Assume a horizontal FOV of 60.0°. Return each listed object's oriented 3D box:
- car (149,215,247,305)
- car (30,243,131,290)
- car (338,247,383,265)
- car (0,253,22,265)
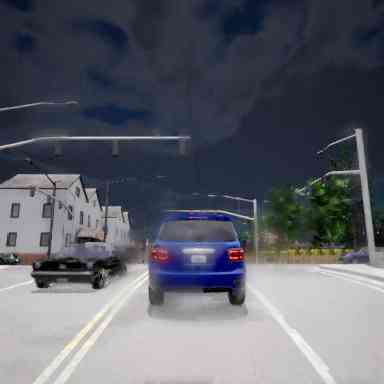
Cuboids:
[{"bbox_3d":[0.078,1.761,9.304,2.150,2.045,5.566,0,-7,-1],"label":"car"},{"bbox_3d":[-3.446,2.384,11.228,1.895,1.301,4.718,0,-8,2],"label":"car"},{"bbox_3d":[15.423,5.659,29.608,4.553,1.767,2.097,0,-12,1],"label":"car"},{"bbox_3d":[-16.545,5.466,26.255,5.566,2.045,2.150,-8,-12,-1],"label":"car"}]
